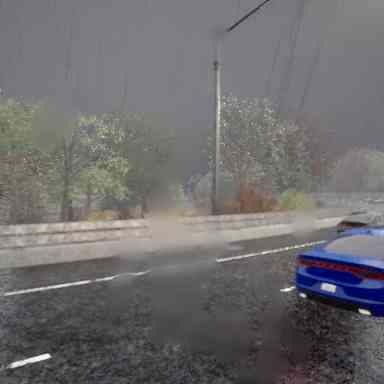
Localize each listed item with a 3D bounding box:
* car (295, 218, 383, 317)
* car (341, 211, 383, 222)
[{"bbox_3d":[4.333,1.577,7.468,5.008,1.535,1.882,1,-1,-39],"label":"car"},{"bbox_3d":[8.718,1.717,16.280,4.892,1.490,1.837,1,0,-45],"label":"car"}]
